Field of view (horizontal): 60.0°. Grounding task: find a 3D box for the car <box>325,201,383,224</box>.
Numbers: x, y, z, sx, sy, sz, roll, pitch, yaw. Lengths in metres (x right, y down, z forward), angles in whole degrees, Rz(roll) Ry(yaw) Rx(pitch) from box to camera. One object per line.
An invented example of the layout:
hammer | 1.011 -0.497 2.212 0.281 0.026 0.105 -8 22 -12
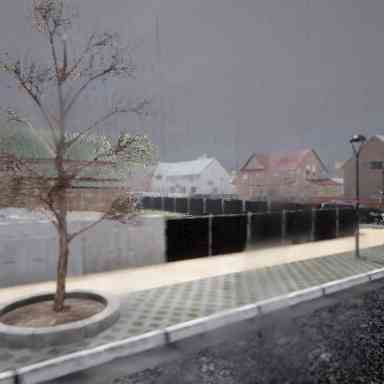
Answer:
car | 11.007 1.386 23.391 2.128 1.511 4.902 0 1 -34

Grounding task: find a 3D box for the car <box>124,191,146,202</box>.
car | -10.285 0.804 59.696 2.097 1.767 4.553 0 1 -34

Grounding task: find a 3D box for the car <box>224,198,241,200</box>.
car | 4.219 1.298 33.353 1.812 1.442 4.674 0 1 -34

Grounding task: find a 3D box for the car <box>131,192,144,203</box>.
car | -8.446 1.080 52.090 2.033 1.411 5.357 0 1 -34

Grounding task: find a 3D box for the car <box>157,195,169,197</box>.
car | -4.716 1.158 51.618 1.895 1.301 4.718 0 1 -34
